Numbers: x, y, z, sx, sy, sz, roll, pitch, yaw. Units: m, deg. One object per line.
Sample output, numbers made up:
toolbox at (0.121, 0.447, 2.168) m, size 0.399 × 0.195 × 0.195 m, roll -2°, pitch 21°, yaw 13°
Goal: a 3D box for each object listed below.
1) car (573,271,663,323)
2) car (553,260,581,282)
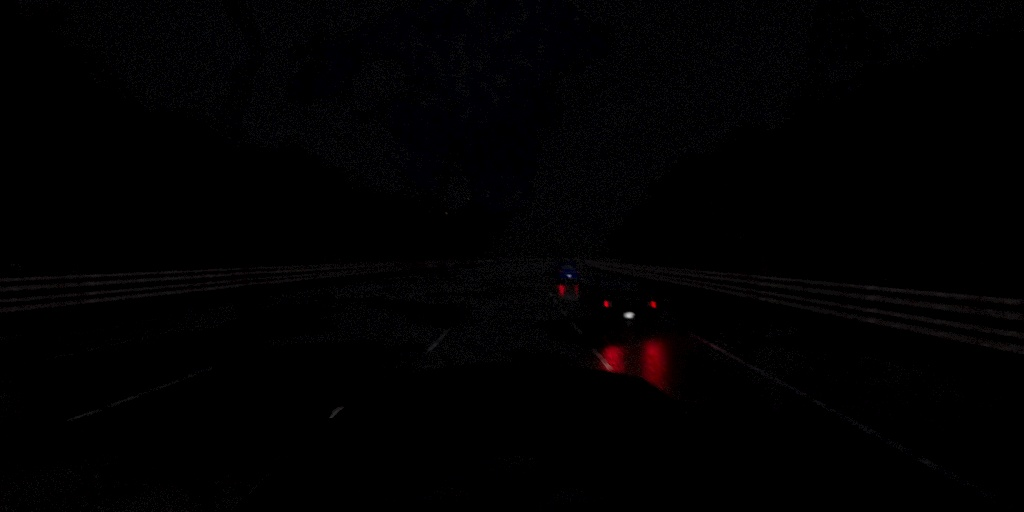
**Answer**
car at (3.404, 1.379, 12.245) m, size 1.895 × 1.301 × 4.718 m, roll 0°, pitch 0°, yaw 3°
car at (4.449, 1.325, 29.165) m, size 1.812 × 1.442 × 4.674 m, roll 0°, pitch 0°, yaw 4°
